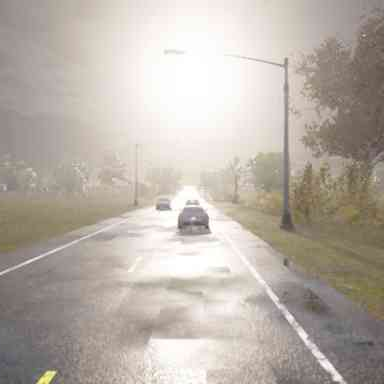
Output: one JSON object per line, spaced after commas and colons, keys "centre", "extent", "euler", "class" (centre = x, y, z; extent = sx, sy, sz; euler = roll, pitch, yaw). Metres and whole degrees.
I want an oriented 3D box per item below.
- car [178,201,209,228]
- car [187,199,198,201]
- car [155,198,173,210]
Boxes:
{"centre": [0.092, 1.559, 21.947], "extent": [1.994, 1.385, 4.181], "euler": [0, 0, 0], "class": "car"}
{"centre": [0.082, 1.534, 40.332], "extent": [2.033, 1.411, 5.357], "euler": [0, 0, 0], "class": "car"}
{"centre": [-3.551, 1.491, 42.397], "extent": [1.837, 1.490, 4.892], "euler": [0, 0, 0], "class": "car"}
